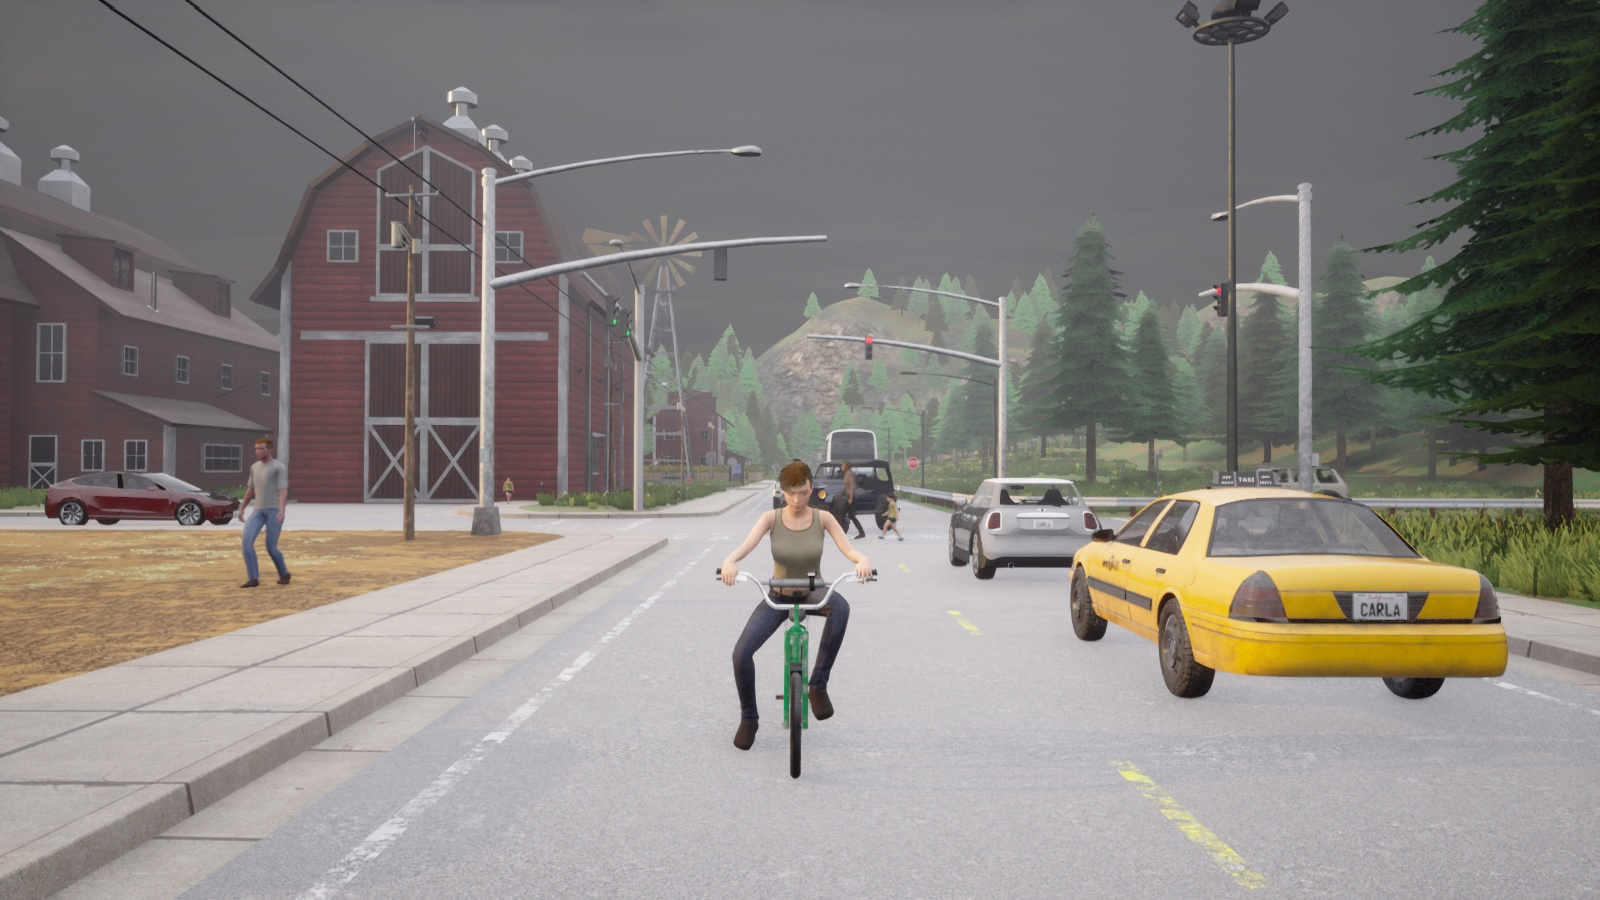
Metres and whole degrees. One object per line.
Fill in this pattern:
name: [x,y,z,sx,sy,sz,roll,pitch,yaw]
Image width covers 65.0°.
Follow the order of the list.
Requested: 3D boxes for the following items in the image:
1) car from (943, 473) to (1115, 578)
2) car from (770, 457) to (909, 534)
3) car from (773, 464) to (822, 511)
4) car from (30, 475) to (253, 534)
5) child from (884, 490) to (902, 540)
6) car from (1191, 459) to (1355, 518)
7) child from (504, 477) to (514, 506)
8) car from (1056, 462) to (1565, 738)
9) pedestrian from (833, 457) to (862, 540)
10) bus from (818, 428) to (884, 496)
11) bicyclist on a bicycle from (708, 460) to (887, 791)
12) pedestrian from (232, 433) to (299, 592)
car: [3.455,1.101,19.668,1.970,1.475,3.806,0,-1,0]
car: [1.099,1.149,32.788,1.905,1.878,3.866,-1,-1,33]
car: [-0.121,1.517,52.097,1.932,1.855,4.605,0,-1,0]
car: [-17.389,1.421,33.345,4.792,1.488,2.163,0,-1,-1]
child: [2.090,1.462,28.290,0.394,1.110,0.255,0,-1,1]
car: [15.385,1.240,41.027,4.605,1.855,1.932,0,-1,-1]
child: [-10.916,1.551,47.057,0.255,1.110,0.394,0,-1,-30]
car: [3.477,0.908,9.897,1.801,1.575,5.366,0,-1,0]
pedestrian: [1.064,1.087,28.333,0.634,1.846,0.331,0,-1,1]
bus: [3.302,0.858,84.318,3.944,4.253,10.273,0,-1,0]
bicyclist on a bicycle: [-0.011,0.869,6.885,0.866,1.612,1.509,0,-1,0]
pedestrian: [-6.325,0.728,14.888,0.354,1.836,0.706,-1,-1,17]
